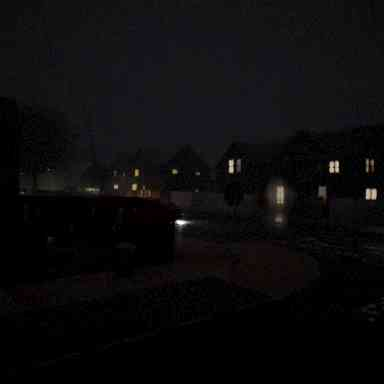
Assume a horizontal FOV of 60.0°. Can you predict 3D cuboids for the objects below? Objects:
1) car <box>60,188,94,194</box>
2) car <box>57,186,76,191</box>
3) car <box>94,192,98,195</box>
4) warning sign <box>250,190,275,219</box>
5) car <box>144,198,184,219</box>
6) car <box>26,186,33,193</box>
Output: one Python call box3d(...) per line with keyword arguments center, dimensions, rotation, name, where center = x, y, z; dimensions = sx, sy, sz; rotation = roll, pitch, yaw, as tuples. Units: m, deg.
box3d(center=(-13.390, 0.617, 38.541), dimensions=(1.837, 1.490, 4.892), rotation=(1, 1, -35), name="car")
box3d(center=(-19.701, 0.052, 52.266), dimensions=(2.150, 2.045, 5.566), rotation=(1, 1, -36), name="car")
box3d(center=(-13.630, 0.604, 43.818), dimensions=(2.033, 1.411, 5.357), rotation=(1, 1, -35), name="car")
box3d(center=(4.714, 0.827, 22.329), dimensions=(1.300, 1.860, 1.060), rotation=(-1, 0, -36), name="warning sign")
box3d(center=(-2.356, 1.096, 23.028), dimensions=(1.994, 1.385, 4.181), rotation=(1, 1, -35), name="car")
box3d(center=(-39.501, -0.597, 81.633), dimensions=(2.097, 1.767, 4.553), rotation=(-2, 2, -36), name="car")
